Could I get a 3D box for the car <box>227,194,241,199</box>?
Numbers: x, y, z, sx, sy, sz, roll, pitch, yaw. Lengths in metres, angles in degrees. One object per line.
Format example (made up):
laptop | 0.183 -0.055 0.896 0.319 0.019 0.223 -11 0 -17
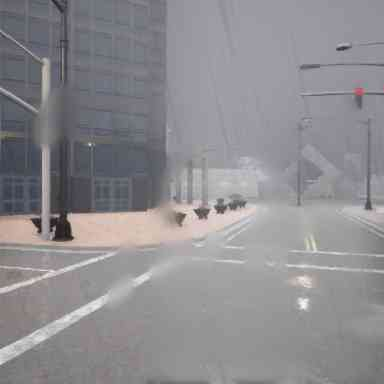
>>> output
car | 11.140 1.199 88.439 1.837 1.490 4.892 0 0 41
